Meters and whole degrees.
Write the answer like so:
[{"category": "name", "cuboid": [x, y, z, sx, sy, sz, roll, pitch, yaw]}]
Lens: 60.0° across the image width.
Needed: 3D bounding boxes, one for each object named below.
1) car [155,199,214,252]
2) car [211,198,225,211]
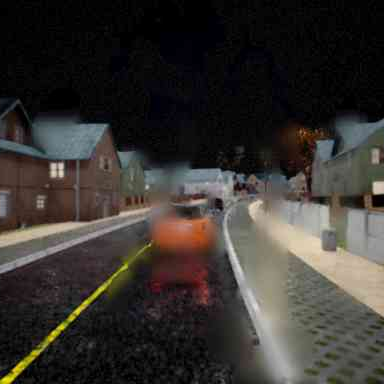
[{"category": "car", "cuboid": [-0.205, 1.350, 14.115, 2.097, 1.767, 4.553, 0, 0, 3]}, {"category": "car", "cuboid": [2.796, 1.428, 39.526, 1.812, 1.442, 4.674, 0, 0, 10]}]
